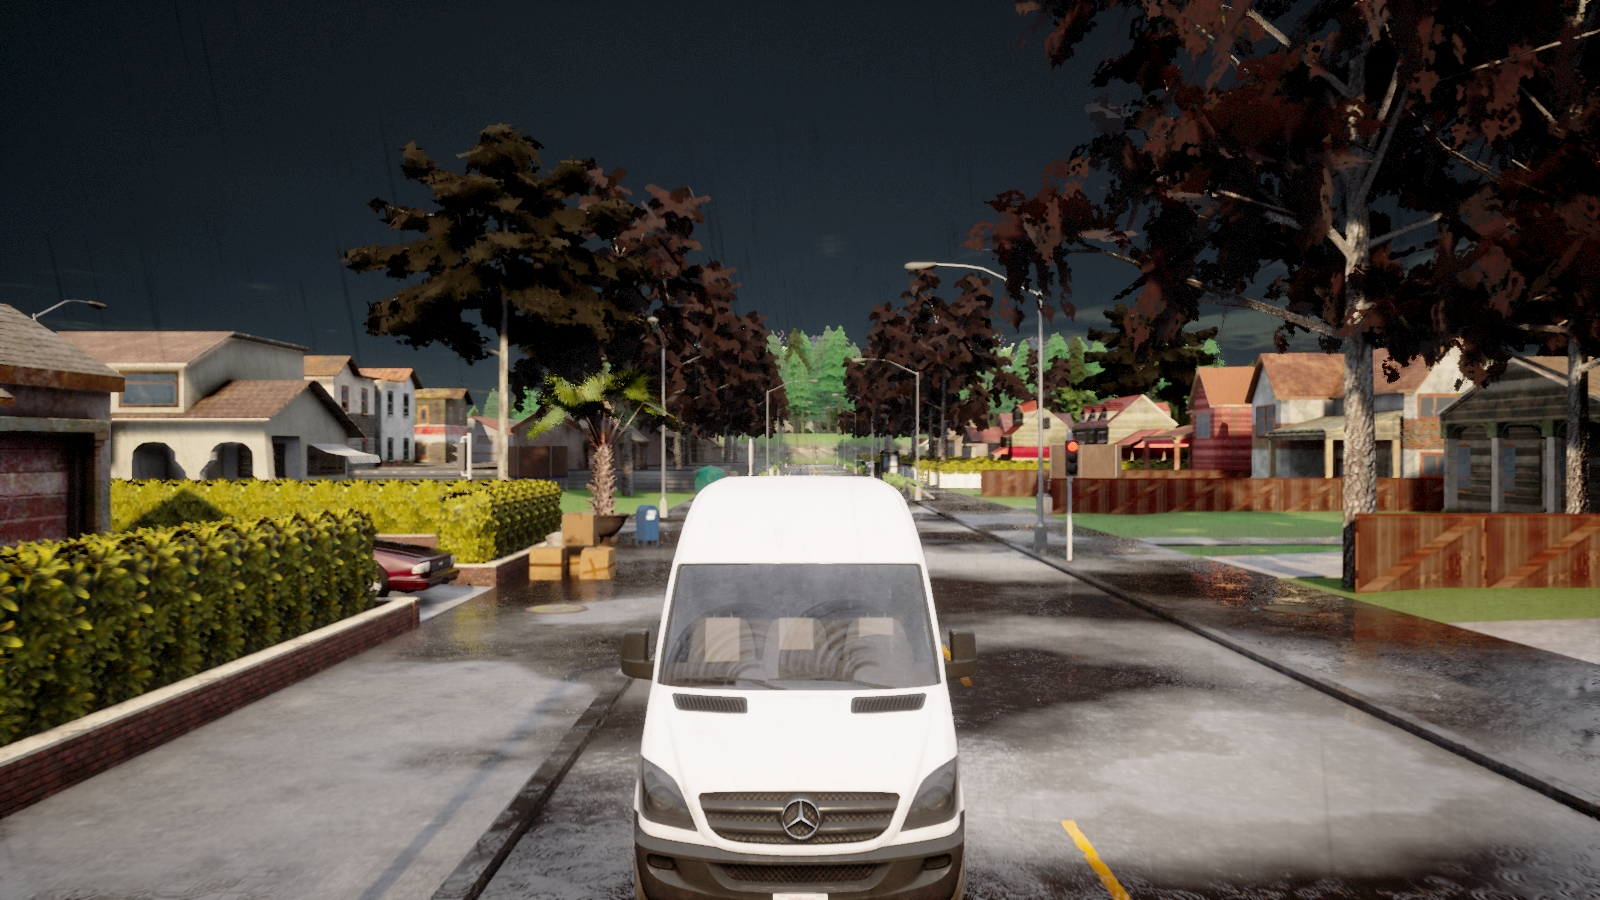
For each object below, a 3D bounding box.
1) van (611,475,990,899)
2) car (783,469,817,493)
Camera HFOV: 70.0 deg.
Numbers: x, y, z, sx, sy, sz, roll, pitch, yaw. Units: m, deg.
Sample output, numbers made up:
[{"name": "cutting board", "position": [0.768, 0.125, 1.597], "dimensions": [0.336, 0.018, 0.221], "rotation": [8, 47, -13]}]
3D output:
[{"name": "van", "position": [0.002, 1.535, 8.956], "dimensions": [1.988, 2.561, 5.915], "rotation": [0, 0, 0]}, {"name": "car", "position": [-0.007, 2.063, 77.607], "dimensions": [2.231, 1.480, 4.892], "rotation": [0, 0, 0]}]
